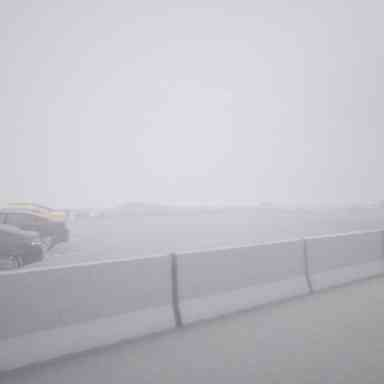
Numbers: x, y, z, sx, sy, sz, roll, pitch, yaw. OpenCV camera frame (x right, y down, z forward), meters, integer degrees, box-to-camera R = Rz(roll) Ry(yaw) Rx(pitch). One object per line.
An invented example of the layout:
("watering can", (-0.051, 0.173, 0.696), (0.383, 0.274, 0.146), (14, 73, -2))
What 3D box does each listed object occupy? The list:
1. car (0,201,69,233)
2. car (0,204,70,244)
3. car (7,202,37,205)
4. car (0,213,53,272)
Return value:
("car", (-9.681, 1.330, 18.449), (5.008, 1.535, 1.882), (0, 0, -34))
("car", (-6.993, 1.375, 11.814), (5.008, 1.535, 1.882), (0, 0, -35))
("car", (-8.332, 1.353, 15.135), (5.008, 1.535, 1.882), (0, 0, -34))
("car", (-6.140, 1.443, 8.120), (4.674, 1.442, 1.812), (0, 0, -35))
